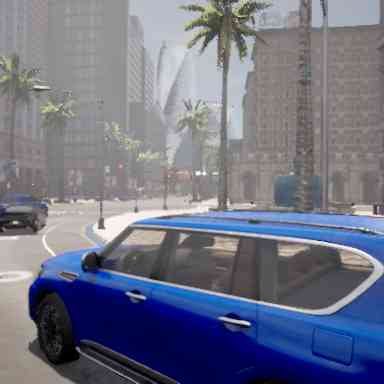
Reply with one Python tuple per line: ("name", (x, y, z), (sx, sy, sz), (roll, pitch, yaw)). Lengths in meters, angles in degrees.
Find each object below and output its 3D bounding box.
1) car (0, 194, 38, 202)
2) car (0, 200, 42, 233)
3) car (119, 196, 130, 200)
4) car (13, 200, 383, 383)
("car", (-14.350, 1.230, 28.322), (2.150, 2.045, 5.566), (0, 0, 0))
("car", (-10.038, 1.485, 19.996), (1.882, 1.535, 5.008), (0, 0, -17))
("car", (-18.423, 1.732, 90.917), (2.161, 1.482, 4.786), (0, 0, 6))
("car", (0.185, 1.243, 4.036), (5.566, 2.045, 2.150), (1, 0, 40))
